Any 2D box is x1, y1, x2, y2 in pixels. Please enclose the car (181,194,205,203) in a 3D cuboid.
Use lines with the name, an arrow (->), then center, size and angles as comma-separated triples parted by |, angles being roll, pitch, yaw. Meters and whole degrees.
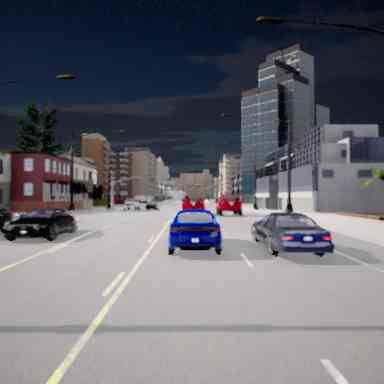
car -> 0.120, 1.267, 33.089 | 2.150, 2.045, 5.566 | 0, -1, 0

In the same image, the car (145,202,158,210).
car -> -6.998, 2.473, 58.286 | 2.033, 1.411, 5.357 | 0, -2, 1

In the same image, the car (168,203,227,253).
car -> 0.106, 1.413, 13.317 | 1.882, 1.535, 5.008 | 0, 0, 0

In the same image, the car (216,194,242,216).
car -> 3.620, 1.269, 33.118 | 2.150, 2.045, 5.566 | 0, -1, 0

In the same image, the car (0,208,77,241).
car -> -7.092, 1.484, 15.967 | 1.994, 1.385, 4.181 | 0, 0, 0

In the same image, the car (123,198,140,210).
car -> -10.502, 2.123, 58.109 | 2.150, 2.045, 5.566 | 0, -2, 1

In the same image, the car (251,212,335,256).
car -> 3.607, 1.487, 12.843 | 2.033, 1.411, 5.357 | 0, 0, 0
